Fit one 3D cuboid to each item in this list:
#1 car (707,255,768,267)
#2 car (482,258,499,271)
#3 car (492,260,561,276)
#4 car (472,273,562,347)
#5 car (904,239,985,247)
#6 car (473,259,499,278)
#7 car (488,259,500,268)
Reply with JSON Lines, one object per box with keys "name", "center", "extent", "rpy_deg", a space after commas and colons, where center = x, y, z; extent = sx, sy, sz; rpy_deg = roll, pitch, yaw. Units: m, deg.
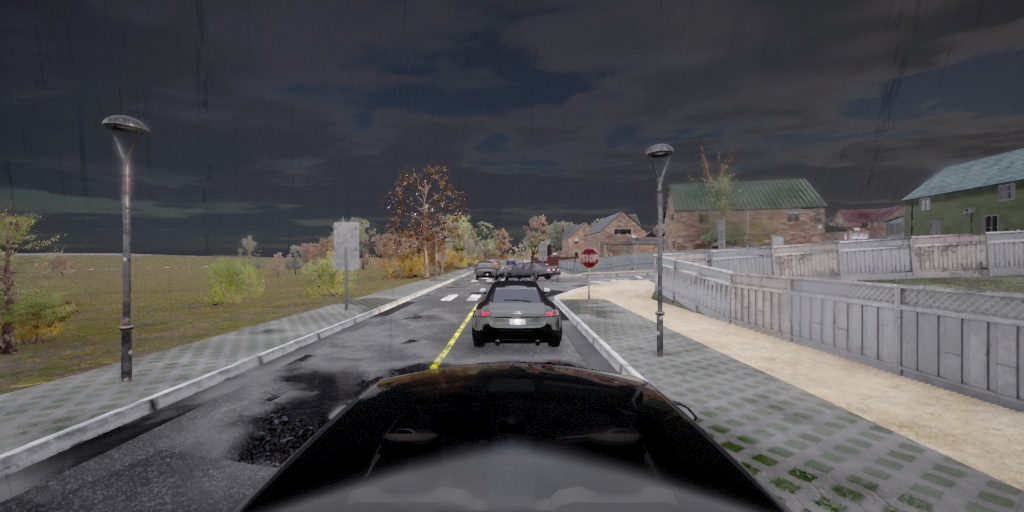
{"name": "car", "center": [14.329, 0.413, 22.753], "extent": [4.181, 1.385, 1.994], "rpy_deg": [-3, 0, 16]}
{"name": "car", "center": [-2.984, 1.121, 51.057], "extent": [2.097, 1.767, 4.553], "rpy_deg": [0, 0, 0]}
{"name": "car", "center": [1.263, 1.198, 28.340], "extent": [5.357, 1.411, 2.033], "rpy_deg": [-4, -3, 43]}
{"name": "car", "center": [0.081, 1.313, 9.322], "extent": [1.994, 1.385, 4.181], "rpy_deg": [0, 0, -1]}
{"name": "car", "center": [23.837, -0.208, 20.357], "extent": [4.902, 1.511, 2.128], "rpy_deg": [-3, 0, 14]}
{"name": "car", "center": [-2.332, 1.258, 31.241], "extent": [1.837, 1.490, 4.892], "rpy_deg": [0, 0, -8]}
{"name": "car", "center": [-2.996, 1.256, 61.094], "extent": [1.882, 1.535, 5.008], "rpy_deg": [0, 0, 0]}
